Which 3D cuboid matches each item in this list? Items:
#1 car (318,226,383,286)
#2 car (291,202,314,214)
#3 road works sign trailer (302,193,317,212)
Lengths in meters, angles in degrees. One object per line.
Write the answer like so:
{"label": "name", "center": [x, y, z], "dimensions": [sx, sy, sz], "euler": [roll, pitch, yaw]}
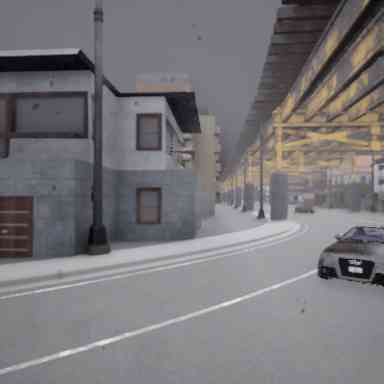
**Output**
{"label": "car", "center": [5.102, 1.662, 9.313], "dimensions": [1.994, 1.385, 4.181], "euler": [0, -1, 40]}
{"label": "car", "center": [17.192, 2.663, 51.042], "dimensions": [2.033, 1.411, 5.357], "euler": [0, -1, 4]}
{"label": "road works sign trailer", "center": [21.448, 1.829, 61.281], "dimensions": [2.380, 3.560, 2.880], "euler": [0, -1, 4]}
